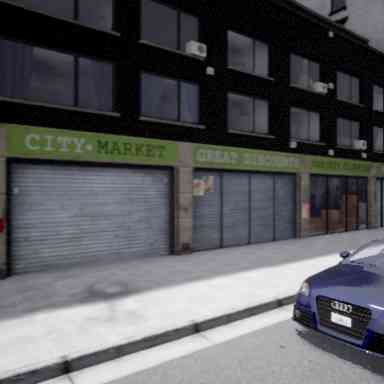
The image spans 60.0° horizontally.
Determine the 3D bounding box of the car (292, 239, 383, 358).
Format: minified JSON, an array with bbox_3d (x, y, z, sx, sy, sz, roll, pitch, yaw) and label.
[{"bbox_3d":[3.641,1.539,5.653,4.181,1.385,1.994,0,0,-35],"label":"car"}]
